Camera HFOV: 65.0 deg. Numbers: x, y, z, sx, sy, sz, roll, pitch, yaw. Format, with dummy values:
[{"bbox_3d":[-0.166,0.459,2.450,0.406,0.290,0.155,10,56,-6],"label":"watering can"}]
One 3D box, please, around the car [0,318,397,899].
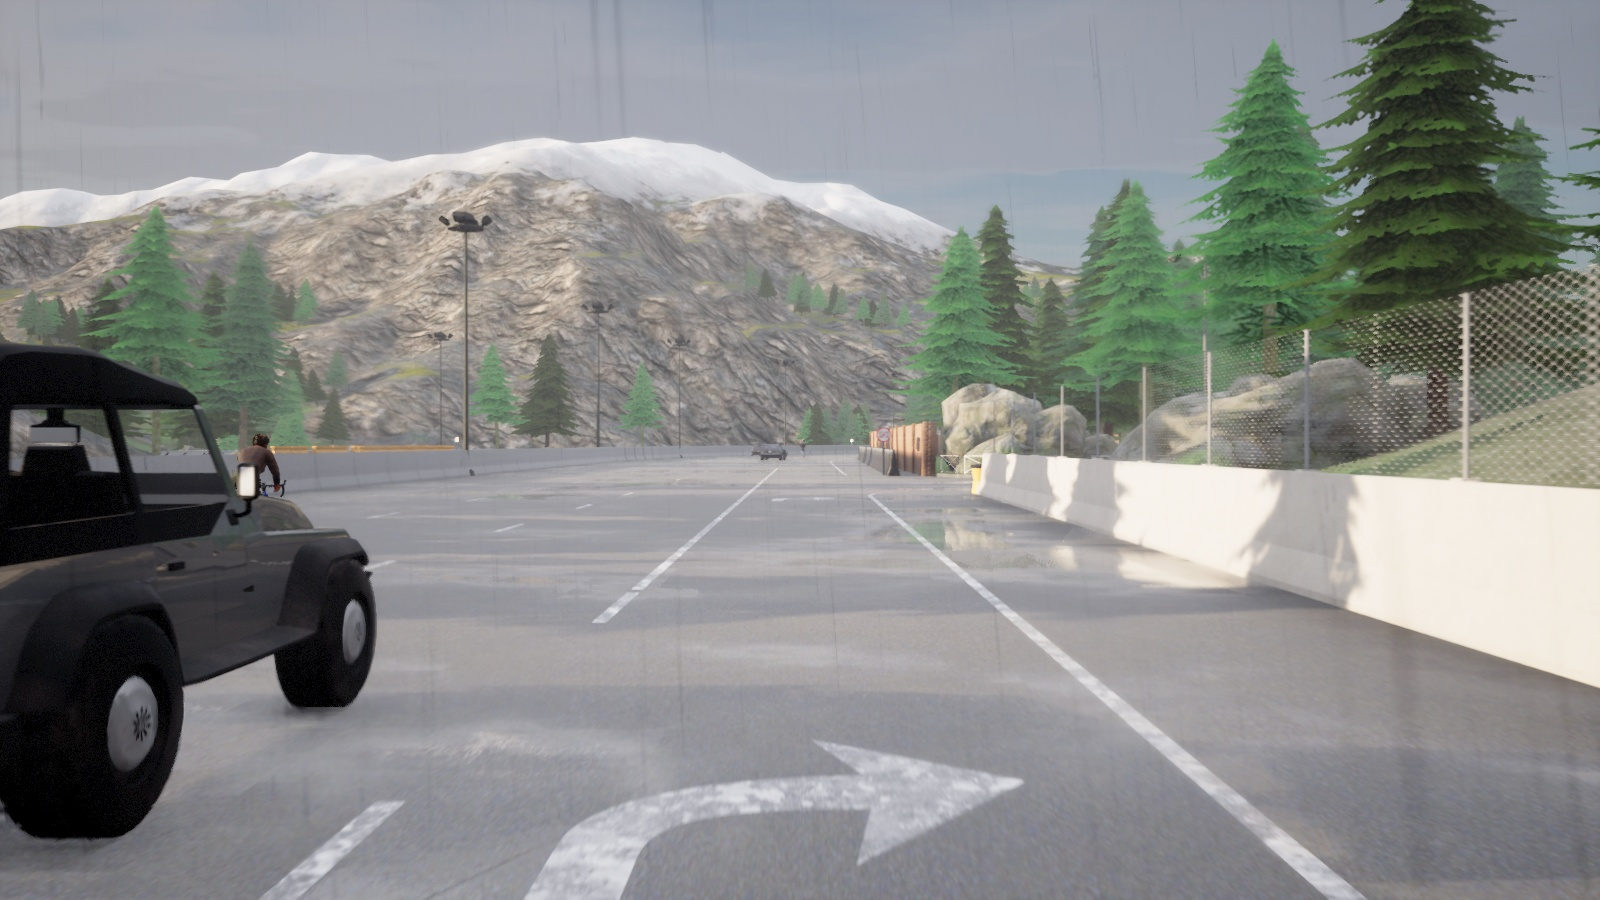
[{"bbox_3d":[-3.451,0.507,5.827,1.905,1.878,3.866,0,1,0],"label":"car"}]
